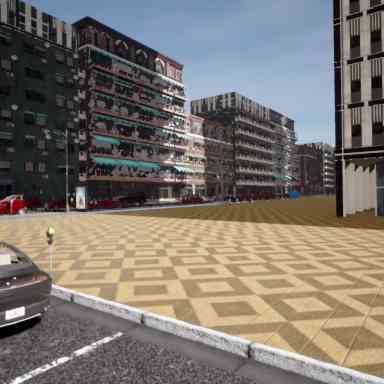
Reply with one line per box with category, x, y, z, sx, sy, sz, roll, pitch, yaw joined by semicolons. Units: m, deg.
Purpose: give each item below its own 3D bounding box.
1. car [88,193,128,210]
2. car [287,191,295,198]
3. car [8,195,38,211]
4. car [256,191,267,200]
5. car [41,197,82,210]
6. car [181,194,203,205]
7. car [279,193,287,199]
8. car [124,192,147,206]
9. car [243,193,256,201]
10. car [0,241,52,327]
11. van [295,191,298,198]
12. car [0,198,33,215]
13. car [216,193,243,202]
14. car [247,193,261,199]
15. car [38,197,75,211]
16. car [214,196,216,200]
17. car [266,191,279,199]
car;-9.580;1.186;36.894;1.967;1.590;4.097;-1;0;36
car;22.942;0.932;81.589;1.802;1.307;4.206;-1;0;36
car;-19.609;1.228;37.356;2.192;1.841;5.009;-1;0;36
car;13.186;1.046;68.180;1.802;1.307;4.206;-1;0;36
car;-16.354;1.415;41.826;1.887;1.381;4.507;-1;0;36
car;0.176;1.062;50.302;1.967;1.590;4.097;-1;0;36
car;19.690;0.938;77.119;2.008;1.369;4.403;-1;0;36
car;-8.937;0.985;47.628;2.150;2.045;5.566;-1;0;36
car;9.933;1.048;63.711;1.887;1.381;4.507;-1;0;36
car;-4.372;1.553;6.184;4.403;1.369;2.008;0;-1;36
van;26.192;0.654;86.059;1.690;1.788;3.998;-1;0;36
car;-16.084;1.413;27.954;1.802;1.307;4.206;-1;0;36
car;6.681;1.093;59.241;2.008;1.369;4.403;-1;0;36
car;16.167;1.040;86.520;1.947;1.339;4.313;-1;0;36
car;-15.083;1.368;39.183;1.812;1.442;4.674;-1;0;36
car;6.409;1.028;73.111;1.967;1.590;4.097;-1;0;36
car;16.435;0.740;72.650;2.192;1.841;5.009;-1;0;36
